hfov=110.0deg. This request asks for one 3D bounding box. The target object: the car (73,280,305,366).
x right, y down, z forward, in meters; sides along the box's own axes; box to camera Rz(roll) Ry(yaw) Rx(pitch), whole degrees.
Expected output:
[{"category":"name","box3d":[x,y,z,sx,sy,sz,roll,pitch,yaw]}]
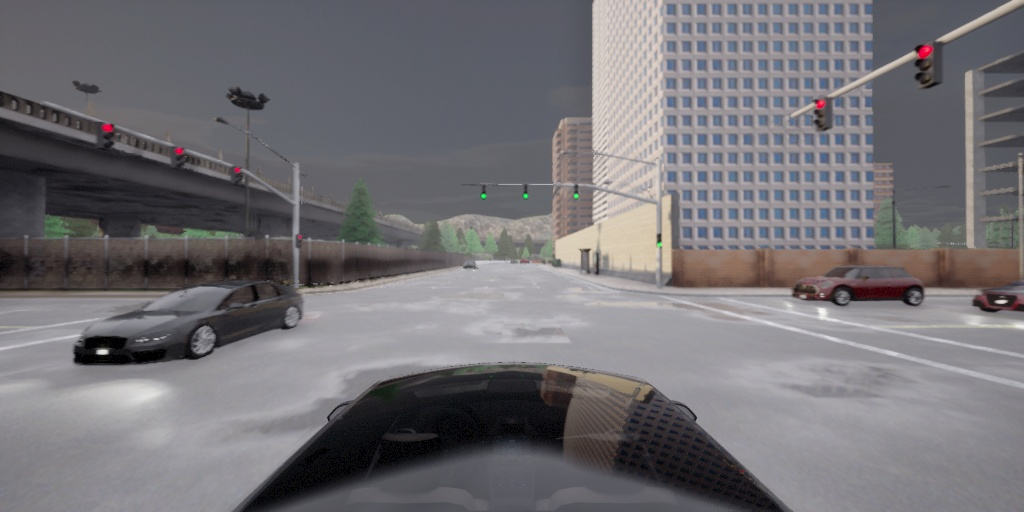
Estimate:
[{"category":"car","box3d":[-6.995,1.390,8.553,1.837,1.490,4.892,0,0,0]}]

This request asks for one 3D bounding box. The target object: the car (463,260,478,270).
[{"category":"car","box3d":[-6.996,1.439,60.088,2.097,1.767,4.553,0,-1,0]}]

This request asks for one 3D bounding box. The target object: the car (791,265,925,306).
[{"category":"car","box3d":[15.143,1.210,15.919,4.553,1.767,2.097,0,0,0]}]

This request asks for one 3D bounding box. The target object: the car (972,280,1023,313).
[{"category":"car","box3d":[18.923,1.397,12.425,4.181,1.385,1.994,0,0,0]}]
